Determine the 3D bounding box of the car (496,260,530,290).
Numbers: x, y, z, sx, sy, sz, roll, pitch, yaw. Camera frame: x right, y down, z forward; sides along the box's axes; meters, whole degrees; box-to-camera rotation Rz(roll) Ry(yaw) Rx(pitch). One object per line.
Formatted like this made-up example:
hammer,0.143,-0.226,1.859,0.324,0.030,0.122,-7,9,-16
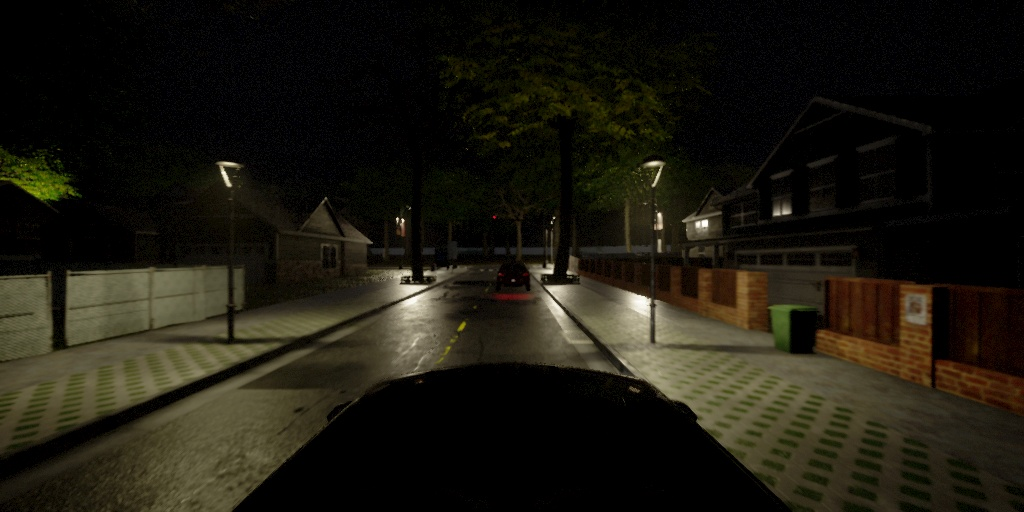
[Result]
car,0.055,1.119,21.305,1.882,1.535,5.008,0,0,0
